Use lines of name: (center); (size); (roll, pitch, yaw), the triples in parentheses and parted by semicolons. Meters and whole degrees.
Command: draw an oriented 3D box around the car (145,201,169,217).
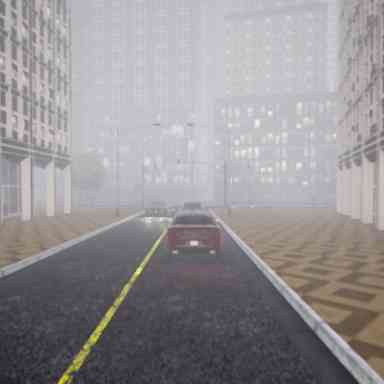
car: (-3.077, 1.502, 30.374); (1.994, 1.385, 4.181); (0, 0, 0)

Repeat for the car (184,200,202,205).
car: (0.062, 1.447, 27.075); (1.837, 1.490, 4.892); (0, 0, 0)

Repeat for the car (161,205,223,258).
car: (0.068, 1.449, 12.622); (1.882, 1.535, 5.008); (0, -1, 0)
